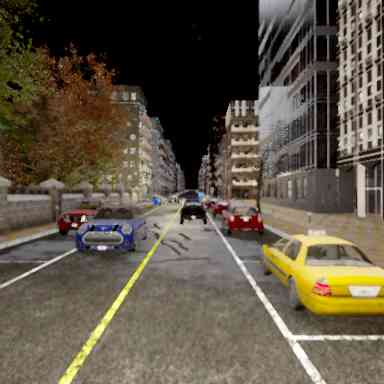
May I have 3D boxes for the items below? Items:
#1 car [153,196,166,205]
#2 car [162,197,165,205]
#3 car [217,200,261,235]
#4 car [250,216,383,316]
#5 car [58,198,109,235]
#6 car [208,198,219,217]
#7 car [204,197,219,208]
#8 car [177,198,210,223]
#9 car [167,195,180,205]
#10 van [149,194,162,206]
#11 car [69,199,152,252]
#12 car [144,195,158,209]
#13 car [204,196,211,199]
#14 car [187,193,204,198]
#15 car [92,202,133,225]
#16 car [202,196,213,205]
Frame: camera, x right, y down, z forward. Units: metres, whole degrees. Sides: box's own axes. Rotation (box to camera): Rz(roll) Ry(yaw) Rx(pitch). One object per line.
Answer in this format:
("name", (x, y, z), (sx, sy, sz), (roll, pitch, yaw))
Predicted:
("car", (-5.676, 1.376, 57.748), (1.752, 1.417, 4.829), (1, 0, 0))
("car", (-5.675, 1.309, 52.303), (1.967, 1.590, 4.097), (1, 0, 0))
("car", (2.701, 1.404, 18.579), (1.967, 1.590, 4.097), (1, 0, 0))
("car", (2.699, 1.512, 7.514), (1.752, 1.417, 4.829), (1, 0, 0))
("car", (-5.677, 1.279, 18.621), (2.192, 1.841, 5.009), (1, 0, 0))
("car", (2.701, 1.480, 29.814), (1.887, 1.381, 4.507), (1, 0, 0))
("car", (2.704, 1.431, 46.667), (1.887, 1.381, 4.507), (1, 0, 0))
("car", (0.102, 1.453, 24.707), (1.837, 1.490, 4.892), (0, 0, 0))
("car", (-2.995, 1.190, 55.408), (2.128, 1.511, 4.902), (0, 0, 0))
("van", (-5.674, 1.227, 46.690), (1.690, 1.788, 3.998), (1, 0, 0))
("car", (-3.097, 1.327, 13.691), (2.097, 1.767, 4.553), (0, 0, 0))
("car", (-5.677, 1.429, 40.907), (1.752, 1.417, 4.829), (1, 0, 0))
("car", (2.703, 1.448, 41.050), (1.887, 1.381, 4.507), (1, 0, 0))
("car", (0.104, 1.253, 41.607), (2.097, 1.767, 4.553), (0, 0, 0))
("car", (-5.679, 1.495, 24.235), (1.887, 1.381, 4.507), (1, 0, 0))
("car", (2.705, 1.375, 58.070), (1.752, 1.417, 4.829), (1, 0, 0))
